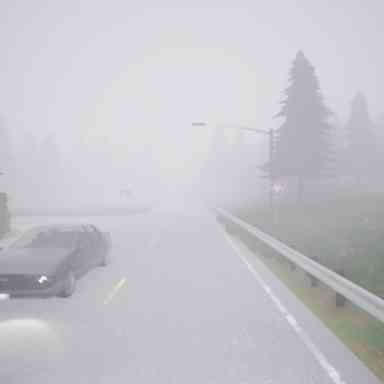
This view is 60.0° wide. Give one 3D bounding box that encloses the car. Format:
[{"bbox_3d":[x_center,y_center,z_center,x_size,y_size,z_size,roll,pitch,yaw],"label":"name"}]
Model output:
[{"bbox_3d":[-3.509,1.561,8.826,2.033,1.411,5.357,0,0,0],"label":"car"}]
